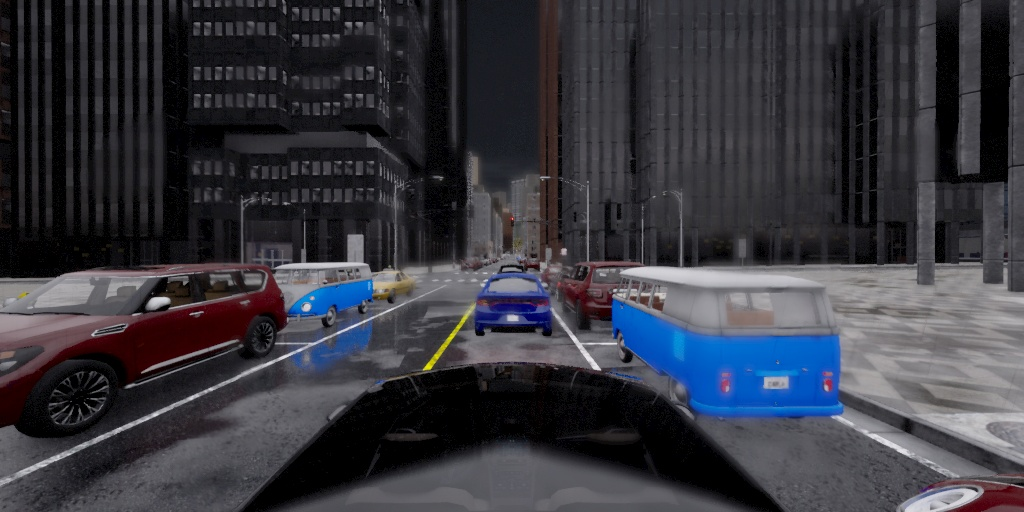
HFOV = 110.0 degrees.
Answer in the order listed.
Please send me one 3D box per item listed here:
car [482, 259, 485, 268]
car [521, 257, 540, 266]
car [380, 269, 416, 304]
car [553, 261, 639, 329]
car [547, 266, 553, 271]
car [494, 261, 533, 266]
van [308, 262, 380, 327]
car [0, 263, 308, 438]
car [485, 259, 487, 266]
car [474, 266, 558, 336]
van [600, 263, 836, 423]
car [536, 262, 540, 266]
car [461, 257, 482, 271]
[{"bbox_3d":[-5.754,1.090,54.869,2.192,1.841,5.009,0,0,0],"label":"car"},{"bbox_3d":[2.770,1.084,49.214,2.192,1.841,5.009,0,0,0],"label":"car"},{"bbox_3d":[-5.761,1.276,16.491,1.751,1.417,4.829,0,0,0],"label":"car"},{"bbox_3d":[2.767,1.065,11.123,2.192,1.841,5.009,0,0,0],"label":"car"},{"bbox_3d":[2.766,1.301,16.649,2.007,1.370,4.403,0,0,0],"label":"car"},{"bbox_3d":[0.003,1.257,20.783,1.837,1.490,4.892,0,0,0],"label":"car"},{"bbox_3d":[-5.763,1.091,11.137,1.690,1.789,3.998,0,0,0],"label":"van"},{"bbox_3d":[-5.765,1.064,5.612,2.192,1.841,5.009,0,0,0],"label":"car"},{"bbox_3d":[-5.753,1.348,60.511,1.948,1.339,4.313,0,0,0],"label":"car"},{"bbox_3d":[0.059,1.228,10.412,1.882,1.535,5.008,0,0,1],"label":"car"},{"bbox_3d":[2.767,1.091,5.598,1.690,1.789,3.998,0,0,0],"label":"van"},{"bbox_3d":[2.766,1.297,22.174,1.888,1.381,4.507,0,0,0],"label":"car"},{"bbox_3d":[-5.755,1.084,49.225,2.192,1.841,5.009,0,0,0],"label":"car"}]
